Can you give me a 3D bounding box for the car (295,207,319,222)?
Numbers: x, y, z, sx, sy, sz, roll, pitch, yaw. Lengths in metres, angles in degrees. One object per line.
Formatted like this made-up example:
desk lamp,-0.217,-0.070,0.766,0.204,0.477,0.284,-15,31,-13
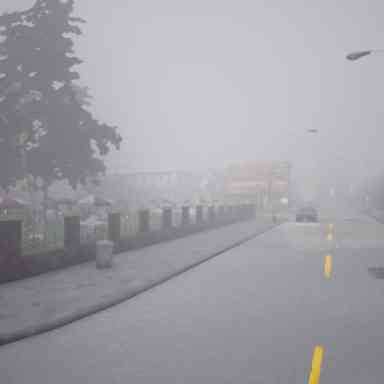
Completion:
car,11.194,2.117,32.154,2.033,1.411,5.357,-1,-1,24
